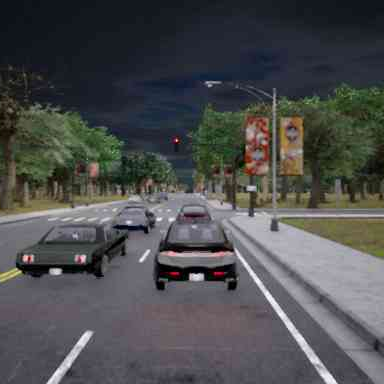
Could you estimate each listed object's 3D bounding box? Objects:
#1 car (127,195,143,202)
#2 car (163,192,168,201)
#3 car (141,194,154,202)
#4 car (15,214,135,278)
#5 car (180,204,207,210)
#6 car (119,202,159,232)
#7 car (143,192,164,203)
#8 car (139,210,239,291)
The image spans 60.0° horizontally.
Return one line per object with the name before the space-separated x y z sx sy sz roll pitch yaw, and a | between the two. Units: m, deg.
car | -9.780 1.308 56.931 1.812 1.442 4.674 0 0 0
car | -6.463 0.957 72.832 2.150 2.045 5.566 0 0 0
car | -9.713 1.258 72.318 2.128 1.511 4.902 0 0 0
car | -3.151 1.557 9.937 1.895 1.301 4.718 0 0 0
car | 0.091 1.427 18.333 1.837 1.490 4.892 0 0 0
car | -3.161 1.485 18.731 1.994 1.385 4.181 0 0 0
car | -6.530 1.274 57.152 2.128 1.511 4.902 0 0 0
car | 0.096 1.450 8.915 2.128 1.511 4.902 0 0 0
